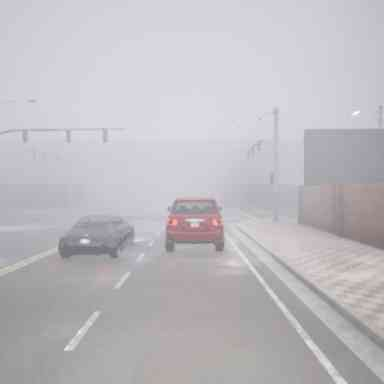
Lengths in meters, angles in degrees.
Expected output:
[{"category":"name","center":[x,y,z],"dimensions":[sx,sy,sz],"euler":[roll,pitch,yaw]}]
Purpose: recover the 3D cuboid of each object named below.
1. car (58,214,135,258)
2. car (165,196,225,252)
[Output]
[{"category":"car","center":[-3.398,1.530,12.562],"dimensions":[1.994,1.385,4.181],"euler":[0,0,0]},{"category":"car","center":[0.102,1.185,13.906],"dimensions":[2.150,2.045,5.566],"euler":[0,0,0]}]
